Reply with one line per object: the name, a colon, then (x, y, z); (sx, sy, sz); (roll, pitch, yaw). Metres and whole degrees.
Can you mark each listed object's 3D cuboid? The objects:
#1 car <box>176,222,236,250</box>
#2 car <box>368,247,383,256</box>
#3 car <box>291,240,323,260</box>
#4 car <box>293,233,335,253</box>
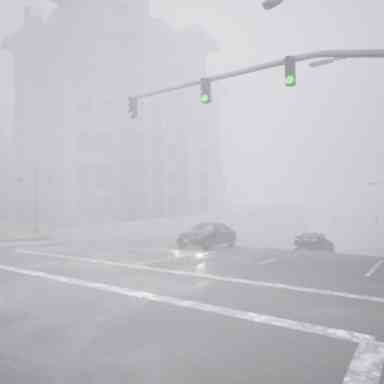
car: (0.976, 2.477, 19.321); (1.812, 1.442, 4.674); (-2, -5, 33)
car: (32.339, 10.292, 58.286); (1.895, 1.301, 4.718); (-2, -2, 38)
car: (12.325, 6.216, 35.529); (1.882, 1.535, 5.008); (-2, -14, 35)
car: (9.213, 3.817, 24.837); (2.033, 1.411, 5.357); (-2, -13, 35)
